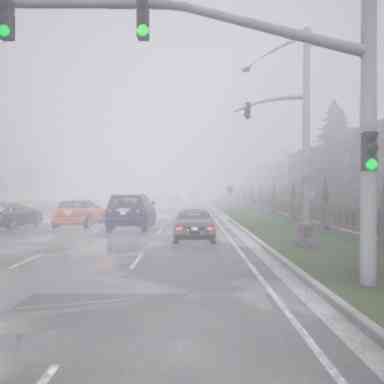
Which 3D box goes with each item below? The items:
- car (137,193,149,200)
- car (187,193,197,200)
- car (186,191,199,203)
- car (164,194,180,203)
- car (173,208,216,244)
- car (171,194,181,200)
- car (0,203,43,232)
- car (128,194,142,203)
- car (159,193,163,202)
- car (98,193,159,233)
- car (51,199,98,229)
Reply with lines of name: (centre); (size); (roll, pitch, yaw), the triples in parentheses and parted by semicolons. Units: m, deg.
car: (-10.487, 0.899, 71.410); (1.882, 1.535, 5.008); (0, 0, 0)
car: (0.013, 0.974, 71.408); (1.994, 1.385, 4.181); (0, 0, 0)
car: (0.011, 0.870, 61.017); (2.150, 2.045, 5.566); (0, 0, 0)
car: (-3.489, 1.126, 60.990); (1.882, 1.535, 5.008); (0, 0, 0)
car: (0.104, 1.458, 15.324); (2.033, 1.411, 5.357); (0, 0, 0)
car: (-3.487, 1.016, 71.439); (1.895, 1.301, 4.718); (0, 0, 0)
car: (-10.395, 1.381, 19.165); (2.128, 1.511, 4.902); (0, 0, 0)
car: (-10.488, 1.172, 61.408); (1.812, 1.442, 4.674); (0, 0, 0)
car: (-6.988, 1.247, 61.438); (1.895, 1.301, 4.718); (0, 0, 0)
car: (-3.395, 1.111, 19.054); (2.150, 2.045, 5.566); (0, 0, 0)
car: (-6.895, 1.232, 20.662); (2.097, 1.767, 4.553); (0, 0, 0)
